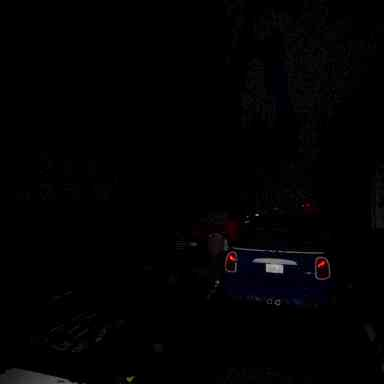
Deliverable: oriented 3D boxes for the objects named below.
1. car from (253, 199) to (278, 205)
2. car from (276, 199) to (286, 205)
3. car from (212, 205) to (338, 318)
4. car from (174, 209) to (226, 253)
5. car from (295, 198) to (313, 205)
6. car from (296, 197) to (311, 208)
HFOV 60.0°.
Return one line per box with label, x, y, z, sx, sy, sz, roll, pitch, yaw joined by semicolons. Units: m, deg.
car;5.568;1.570;27.059;1.994;1.385;4.181;0;0;19
car;10.905;1.535;42.074;2.033;1.411;5.357;0;0;19
car;2.141;1.357;7.823;2.097;1.767;4.553;0;0;19
car;0.863;1.487;13.569;1.882;1.535;5.008;0;0;19
car;12.610;1.511;37.688;2.033;1.411;5.357;0;0;20
car;15.669;1.470;46.629;1.994;1.385;4.181;0;0;19
